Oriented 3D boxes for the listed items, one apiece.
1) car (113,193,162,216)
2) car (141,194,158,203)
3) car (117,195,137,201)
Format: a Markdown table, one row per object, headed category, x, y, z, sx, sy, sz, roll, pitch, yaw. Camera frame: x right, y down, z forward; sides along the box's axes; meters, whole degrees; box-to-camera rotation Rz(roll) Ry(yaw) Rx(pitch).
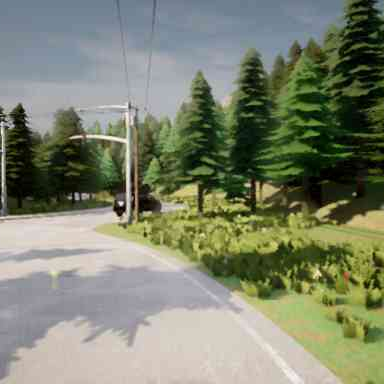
| category | x | y | z | sx | sy | sz | roll | pitch | yaw |
| --- | --- | --- | --- | --- | --- | --- | --- | --- | --- |
| car | -4.725 | 1.060 | 29.498 | 2.150 | 2.045 | 5.566 | 0 | 0 | 23 |
| car | -7.896 | 1.203 | 61.556 | 1.812 | 1.442 | 4.674 | -1 | 0 | -25 |
| car | -13.694 | 1.273 | 70.096 | 1.895 | 1.301 | 4.718 | -1 | 0 | -45 |
